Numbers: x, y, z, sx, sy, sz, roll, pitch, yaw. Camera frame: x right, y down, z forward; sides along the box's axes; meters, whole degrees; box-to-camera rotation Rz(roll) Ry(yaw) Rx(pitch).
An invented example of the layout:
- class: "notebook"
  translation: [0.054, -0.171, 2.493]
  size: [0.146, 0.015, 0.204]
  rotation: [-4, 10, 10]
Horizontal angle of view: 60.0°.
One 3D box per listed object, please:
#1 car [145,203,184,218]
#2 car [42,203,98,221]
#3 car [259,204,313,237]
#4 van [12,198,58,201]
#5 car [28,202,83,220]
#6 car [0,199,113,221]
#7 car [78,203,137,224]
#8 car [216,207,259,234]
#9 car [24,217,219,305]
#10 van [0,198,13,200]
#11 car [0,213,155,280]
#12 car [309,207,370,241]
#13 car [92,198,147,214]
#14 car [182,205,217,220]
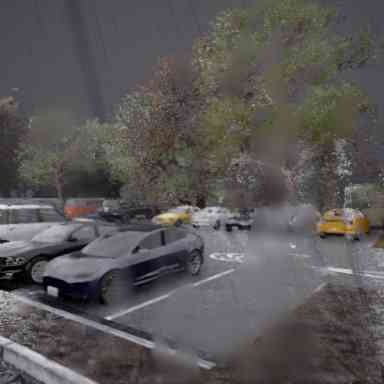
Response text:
- class: "car"
  translation: [-0.677, 1.718, 24.327]
  size: [1.946, 1.575, 5.366]
  rotation: [-1, 0, 36]
- class: "car"
  translation: [-11.860, 1.860, 32.707]
  size: [2.163, 1.488, 4.792]
  rotation: [-1, 0, 36]
- class: "car"
  translation: [6.074, 1.536, 19.695]
  size: [2.185, 1.767, 4.553]
  rotation: [-1, 0, 36]
- class: "van"
  translation: [-16.307, 1.673, 35.764]
  size: [1.878, 1.987, 4.442]
  rotation: [-1, -1, 36]
- class: "car"
  translation: [-13.996, 1.890, 34.257]
  size: [2.163, 1.488, 4.792]
  rotation: [-1, -1, 36]
- class: "car"
  translation: [-6.004, 1.458, 12.295]
  size: [2.435, 2.045, 5.566]
  rotation: [-1, 0, 36]
- class: "car"
  translation: [-7.309, 1.811, 29.334]
  size: [2.163, 1.488, 4.792]
  rotation: [-1, 0, 36]
- class: "car"
  translation: [3.899, 1.710, 21.199]
  size: [2.163, 1.488, 4.792]
  rotation: [-1, 0, 36]
- class: "car"
  translation: [-1.542, 1.699, 8.986]
  size: [2.163, 1.488, 4.792]
  rotation: [-1, 0, 36]
- class: "van"
  translation: [-20.671, 1.759, 39.209]
  size: [1.878, 1.987, 4.442]
  rotation: [-1, -1, 36]
- class: "car"
  translation: [-3.769, 1.689, 10.645]
  size: [2.097, 1.535, 5.008]
  rotation: [-1, 0, 36]
- class: "car"
  translation: [8.297, 1.641, 18.037]
  size: [2.097, 1.535, 5.008]
  rotation: [-1, 0, 36]
- class: "car"
  translation: [-5.036, 1.510, 27.754]
  size: [2.435, 2.045, 5.566]
  rotation: [-1, 0, 36]
- class: "car"
  translation: [1.672, 1.741, 22.847]
  size: [2.002, 1.452, 4.674]
  rotation: [-1, 0, 36]
